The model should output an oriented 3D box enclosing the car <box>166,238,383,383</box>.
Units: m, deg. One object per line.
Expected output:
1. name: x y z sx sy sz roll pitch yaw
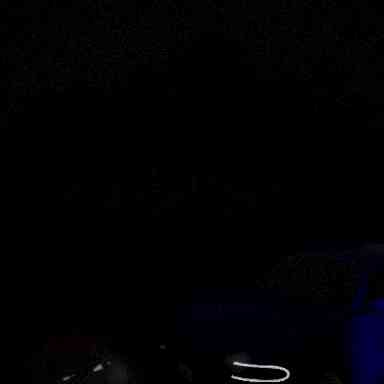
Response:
1. car: 2.024 1.470 4.603 5.008 1.535 1.882 0 0 -33
